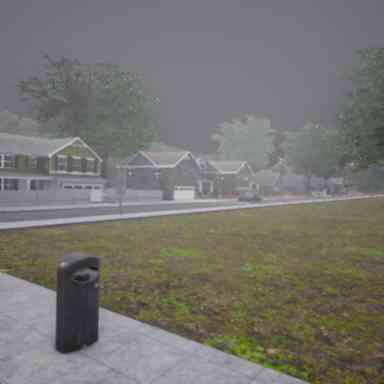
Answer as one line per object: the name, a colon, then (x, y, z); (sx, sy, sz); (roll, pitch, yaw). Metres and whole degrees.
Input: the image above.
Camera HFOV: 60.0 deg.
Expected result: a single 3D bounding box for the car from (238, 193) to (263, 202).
car: (8.965, 0.802, 50.504); (2.033, 1.411, 5.357); (2, 1, 35)
